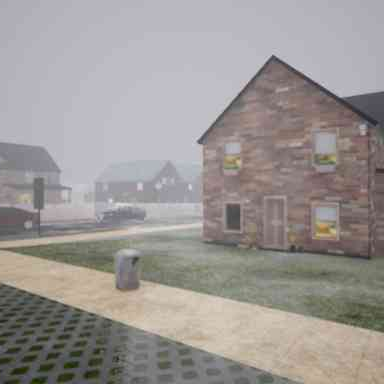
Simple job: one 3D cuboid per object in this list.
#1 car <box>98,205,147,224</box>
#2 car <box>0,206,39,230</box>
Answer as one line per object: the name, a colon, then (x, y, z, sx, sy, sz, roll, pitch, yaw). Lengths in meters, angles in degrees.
car: (-6.177, 1.946, 29.819, 2.128, 1.511, 4.902, 0, -2, 35)
car: (-12.244, 1.673, 21.093, 1.882, 1.535, 5.008, 0, -1, 34)
